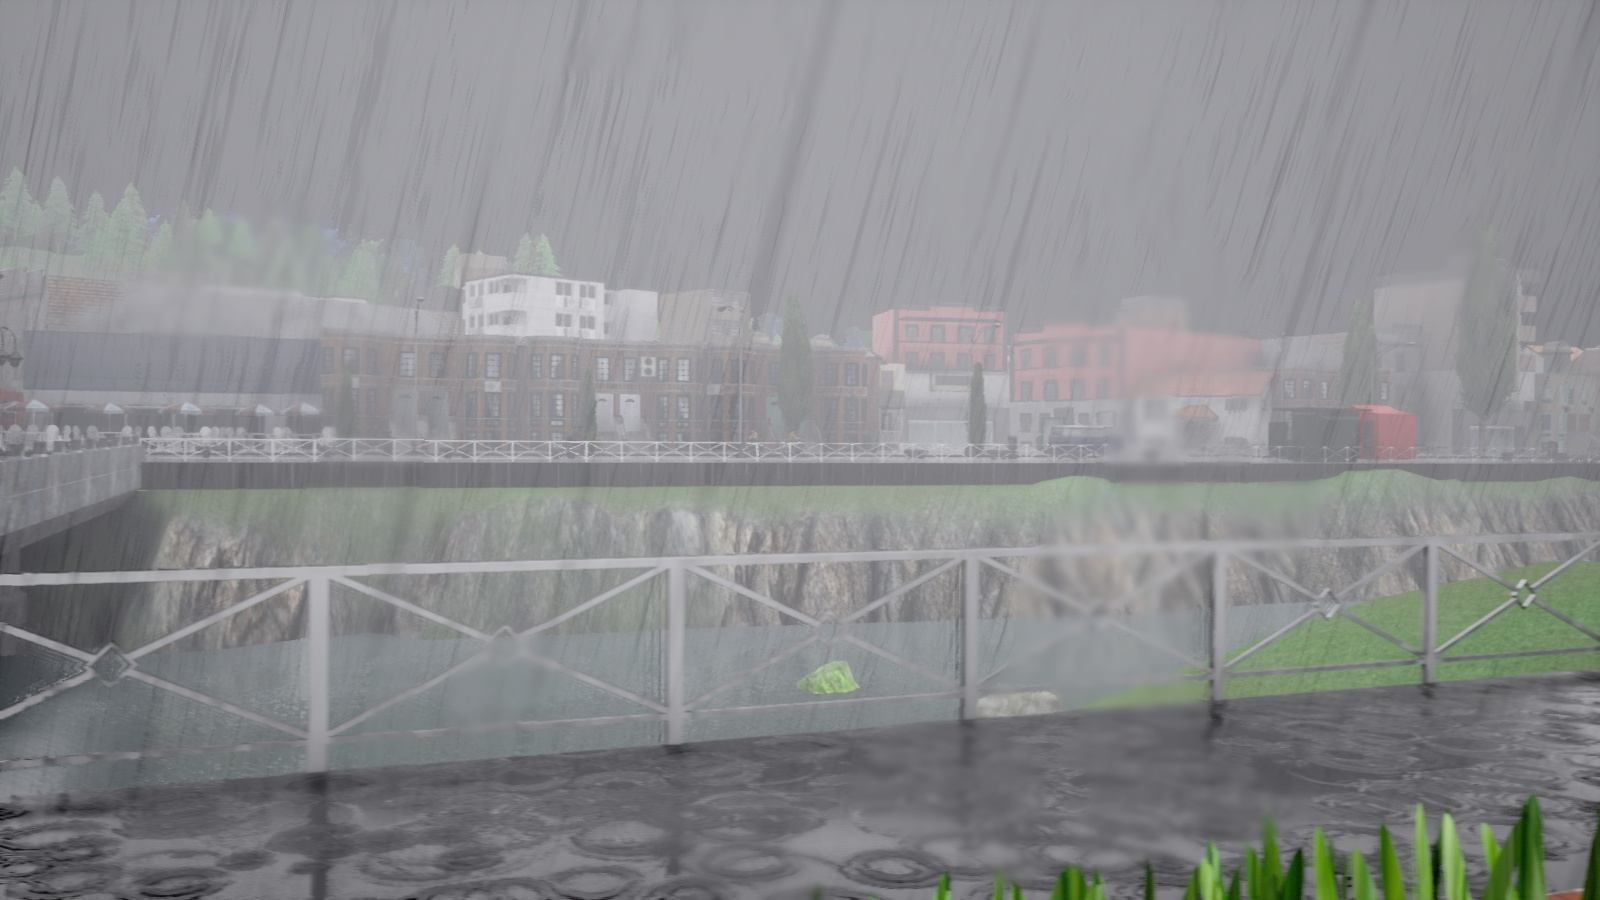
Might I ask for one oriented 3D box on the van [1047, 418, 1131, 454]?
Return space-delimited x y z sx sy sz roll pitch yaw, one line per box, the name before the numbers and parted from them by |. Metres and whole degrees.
van | 16.523 -0.795 71.755 4.442 1.987 1.775 -1 1 -21
